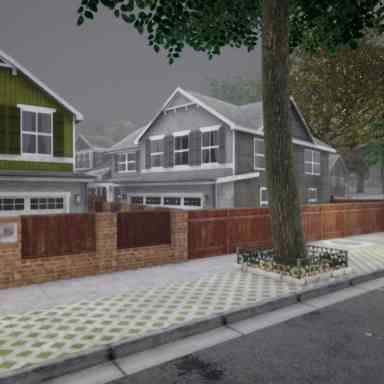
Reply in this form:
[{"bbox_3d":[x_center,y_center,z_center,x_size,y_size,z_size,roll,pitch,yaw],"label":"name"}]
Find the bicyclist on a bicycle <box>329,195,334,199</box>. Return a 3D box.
[{"bbox_3d":[16.301,1.126,38.740,0.582,1.620,1.656,1,1,43],"label":"bicyclist on a bicycle"}]
